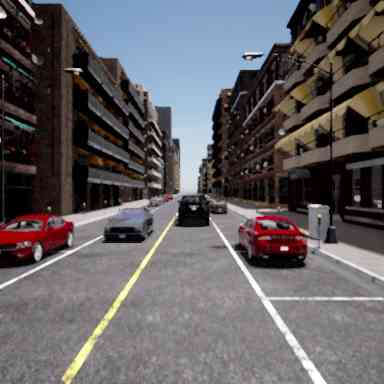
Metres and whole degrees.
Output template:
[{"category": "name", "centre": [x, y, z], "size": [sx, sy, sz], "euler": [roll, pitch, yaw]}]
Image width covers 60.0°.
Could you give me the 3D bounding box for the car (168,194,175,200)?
[{"category": "car", "centre": [-5.620, 1.341, 90.706], "size": [1.752, 1.417, 4.829], "euler": [0, 0, 0]}]

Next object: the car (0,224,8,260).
[{"category": "car", "centre": [-5.684, 1.428, 6.333], "size": [1.967, 1.590, 4.097], "euler": [0, 0, 0]}]

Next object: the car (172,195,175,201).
[{"category": "car", "centre": [-5.628, 1.154, 79.604], "size": [2.192, 1.841, 5.009], "euler": [0, 0, 0]}]

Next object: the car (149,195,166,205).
[{"category": "car", "centre": [-5.650, 1.449, 51.423], "size": [2.008, 1.369, 4.403], "euler": [0, 0, 0]}]

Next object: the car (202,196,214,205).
[{"category": "car", "centre": [2.735, 1.411, 57.219], "size": [1.752, 1.417, 4.829], "euler": [0, 0, 0]}]

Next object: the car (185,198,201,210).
[{"category": "car", "centre": [0.131, 1.517, 42.169], "size": [1.895, 1.301, 4.718], "euler": [0, 0, 0]}]

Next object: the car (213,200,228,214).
[{"category": "car", "centre": [2.718, 1.483, 34.504], "size": [2.008, 1.369, 4.403], "euler": [0, 0, 0]}]

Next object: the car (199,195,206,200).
[{"category": "car", "centre": [2.760, 1.398, 90.867], "size": [1.802, 1.307, 4.206], "euler": [0, 0, 0]}]

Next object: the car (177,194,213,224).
[{"category": "car", "centre": [0.120, 1.175, 24.154], "size": [2.150, 2.045, 5.566], "euler": [0, 0, 0]}]

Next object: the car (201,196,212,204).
[{"category": "car", "centre": [2.739, 1.440, 62.685], "size": [1.947, 1.339, 4.313], "euler": [0, 0, 0]}]

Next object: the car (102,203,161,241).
[{"category": "car", "centre": [-2.988, 1.515, 16.899], "size": [2.033, 1.411, 5.357], "euler": [0, 0, 0]}]

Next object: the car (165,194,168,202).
[{"category": "car", "centre": [-5.647, 1.437, 57.060], "size": [2.008, 1.369, 4.403], "euler": [0, 0, 0]}]

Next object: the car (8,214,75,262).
[{"category": "car", "centre": [-5.680, 1.522, 11.970], "size": [1.887, 1.381, 4.507], "euler": [0, 0, 0]}]

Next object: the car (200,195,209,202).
[{"category": "car", "centre": [2.747, 1.433, 73.958], "size": [1.802, 1.307, 4.206], "euler": [0, 0, 0]}]

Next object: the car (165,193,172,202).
[{"category": "car", "centre": [-5.638, 1.407, 68.332], "size": [1.887, 1.381, 4.507], "euler": [0, 0, 0]}]

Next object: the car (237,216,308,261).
[{"category": "car", "centre": [2.700, 1.522, 11.960], "size": [1.887, 1.381, 4.507], "euler": [0, 0, 0]}]
